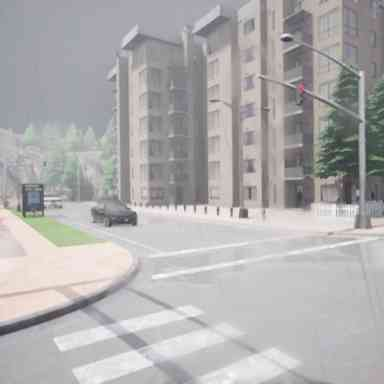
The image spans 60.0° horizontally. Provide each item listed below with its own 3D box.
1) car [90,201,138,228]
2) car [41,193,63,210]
[{"bbox_3d":[-5.167,1.375,21.663,1.882,1.535,5.008,-1,1,-32],"label":"car"},{"bbox_3d":[-18.047,1.093,42.390,2.150,2.045,5.566,-1,0,-32],"label":"car"}]
